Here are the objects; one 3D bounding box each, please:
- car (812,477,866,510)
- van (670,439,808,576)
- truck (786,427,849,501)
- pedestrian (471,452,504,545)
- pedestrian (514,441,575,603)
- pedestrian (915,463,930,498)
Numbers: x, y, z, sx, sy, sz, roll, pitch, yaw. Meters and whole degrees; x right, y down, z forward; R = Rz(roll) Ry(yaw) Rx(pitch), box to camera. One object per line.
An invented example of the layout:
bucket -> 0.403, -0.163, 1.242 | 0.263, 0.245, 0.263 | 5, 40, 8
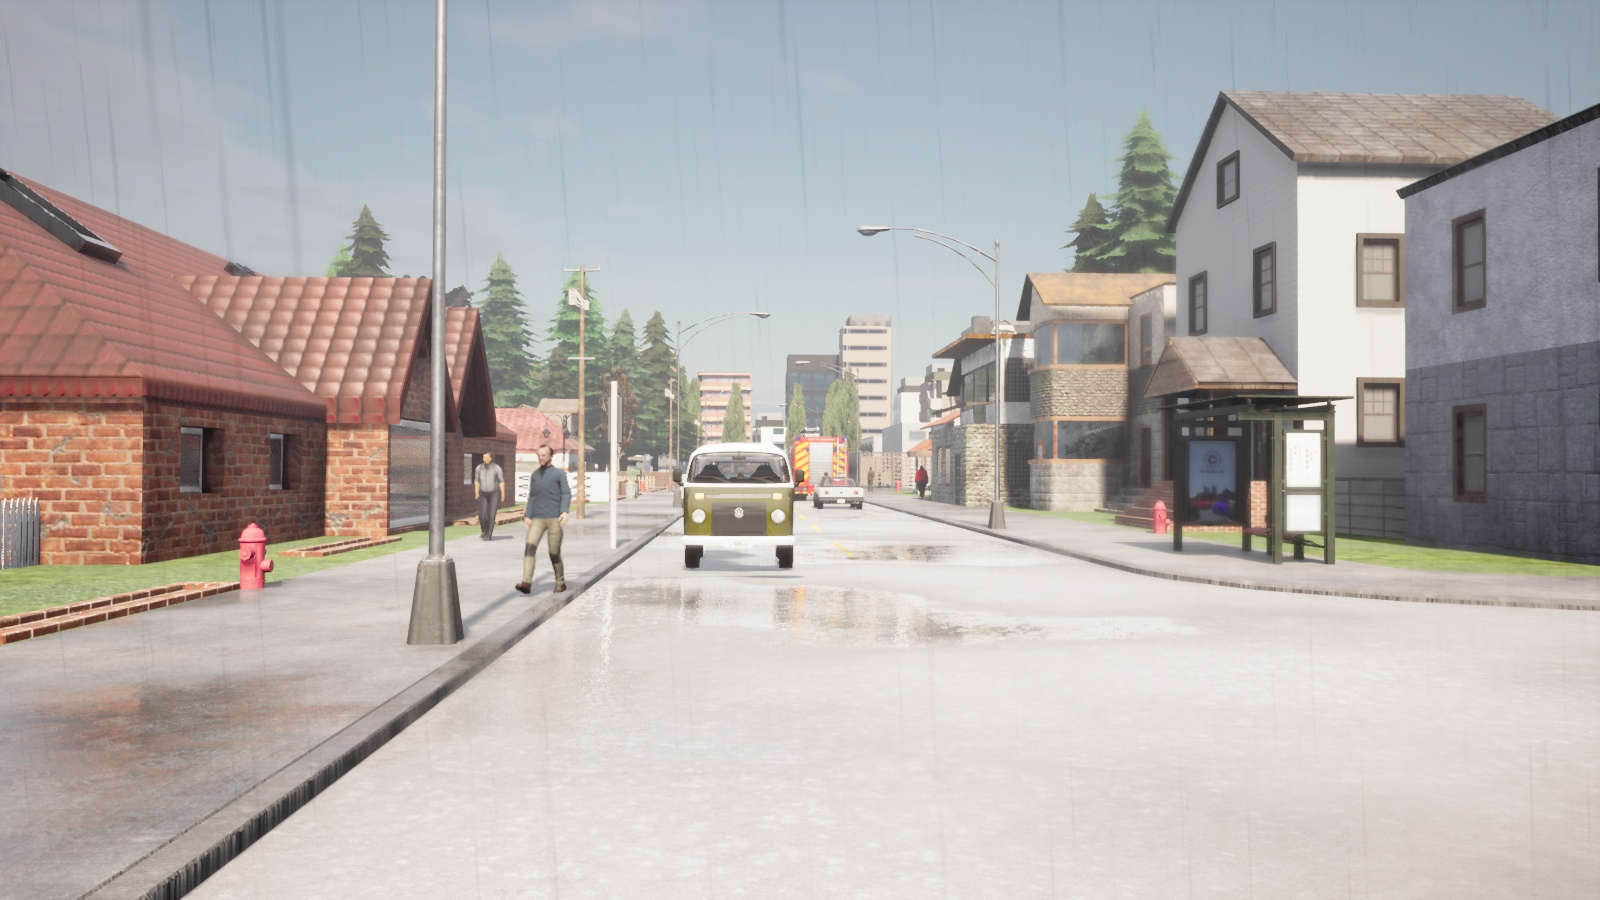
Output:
car -> 1.585, 1.792, 52.744 | 1.895, 1.301, 4.718 | 0, -1, -2
van -> -1.017, 0.896, 21.102 | 2.069, 2.038, 4.480 | 0, -1, -3
truck -> 0.866, 0.801, 68.934 | 2.891, 3.827, 8.468 | 0, -1, -3
pedestrian -> -6.336, 0.976, 25.474 | 0.540, 1.848, 0.694 | 0, -1, -3
pedestrian -> -2.991, 0.825, 14.715 | 0.402, 1.842, 0.726 | -1, -1, 17
pedestrian -> 6.462, 1.610, 66.358 | 0.634, 1.844, 0.899 | 0, -1, -3
